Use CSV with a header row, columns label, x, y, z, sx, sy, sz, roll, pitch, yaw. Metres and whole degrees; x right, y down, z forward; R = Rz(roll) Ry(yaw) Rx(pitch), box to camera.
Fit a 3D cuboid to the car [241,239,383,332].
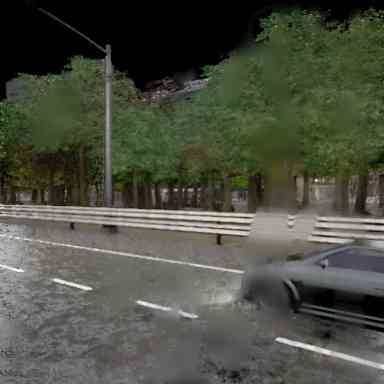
label,x,y,z,sx,sy,sz,roll,pitch,yaw
car,3.021,1.567,6.014,4.181,1.385,1.994,0,0,36
